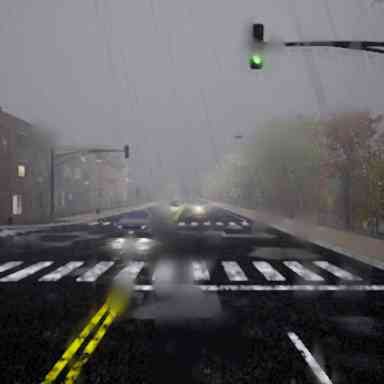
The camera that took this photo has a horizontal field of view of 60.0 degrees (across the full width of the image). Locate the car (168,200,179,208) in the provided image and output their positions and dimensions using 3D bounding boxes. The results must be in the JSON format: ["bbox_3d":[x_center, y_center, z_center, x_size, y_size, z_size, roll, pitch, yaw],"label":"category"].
[{"bbox_3d":[-3.405,2.327,62.709,1.837,1.490,4.892,0,2,0],"label":"car"}]

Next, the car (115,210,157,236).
[{"bbox_3d":[-3.263,1.817,20.460,2.033,1.411,5.357,0,-1,0],"label":"car"}]
